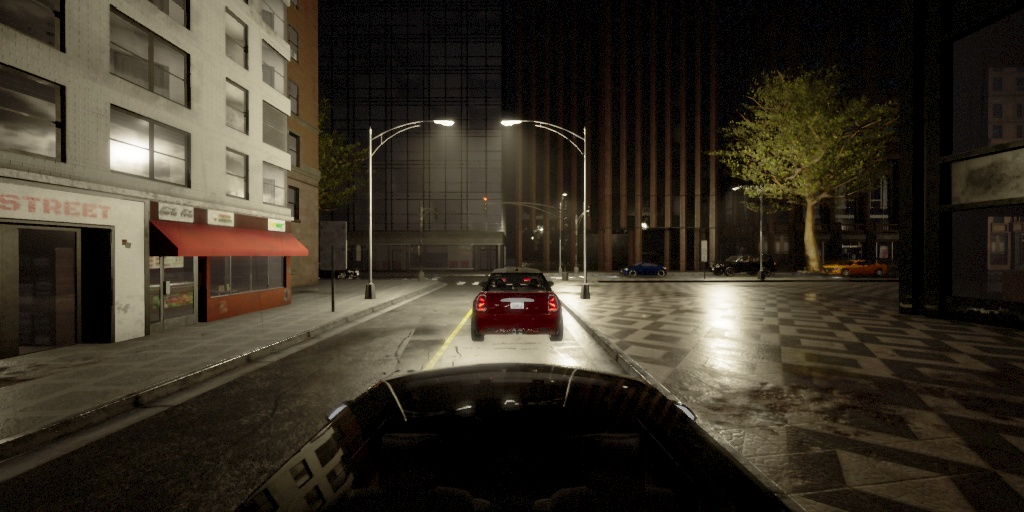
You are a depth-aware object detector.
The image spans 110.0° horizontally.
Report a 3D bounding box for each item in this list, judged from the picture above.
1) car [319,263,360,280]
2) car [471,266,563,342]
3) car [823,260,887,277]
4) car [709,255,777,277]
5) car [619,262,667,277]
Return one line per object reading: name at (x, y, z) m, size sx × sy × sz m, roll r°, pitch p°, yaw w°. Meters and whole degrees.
car at (-15.674, 1.304, 30.770) m, size 4.902 × 1.511 × 2.128 m, roll 0°, pitch 0°, yaw 0°
car at (0.122, 1.101, 9.955) m, size 2.097 × 1.767 × 4.553 m, roll 0°, pitch 0°, yaw 0°
car at (32.154, 1.116, 33.707) m, size 5.008 × 1.535 × 1.882 m, roll 0°, pitch 0°, yaw 0°
car at (21.703, 0.884, 33.764) m, size 5.566 × 2.045 × 2.150 m, roll 0°, pitch 0°, yaw 0°
car at (12.318, 1.257, 33.823) m, size 4.181 × 1.385 × 1.994 m, roll 0°, pitch 0°, yaw 0°
